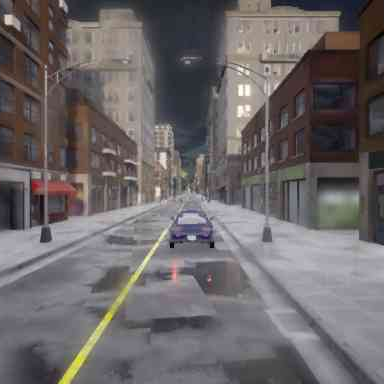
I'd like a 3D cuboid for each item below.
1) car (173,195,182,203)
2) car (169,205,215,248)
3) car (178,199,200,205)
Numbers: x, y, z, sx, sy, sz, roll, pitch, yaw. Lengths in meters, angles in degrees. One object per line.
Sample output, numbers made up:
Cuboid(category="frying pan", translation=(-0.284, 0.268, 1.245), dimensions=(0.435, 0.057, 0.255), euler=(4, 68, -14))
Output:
Cuboid(category="car", translation=(-2.999, 1.459, 69.712), dimensions=(1.812, 1.442, 4.674), euler=(0, 0, 0))
Cuboid(category="car", translation=(0.000, 1.533, 14.651), dimensions=(1.812, 1.442, 4.674), euler=(0, 0, 0))
Cuboid(category="car", translation=(0.000, 1.571, 29.651), dimensions=(2.033, 1.411, 5.357), euler=(0, 0, 0))
